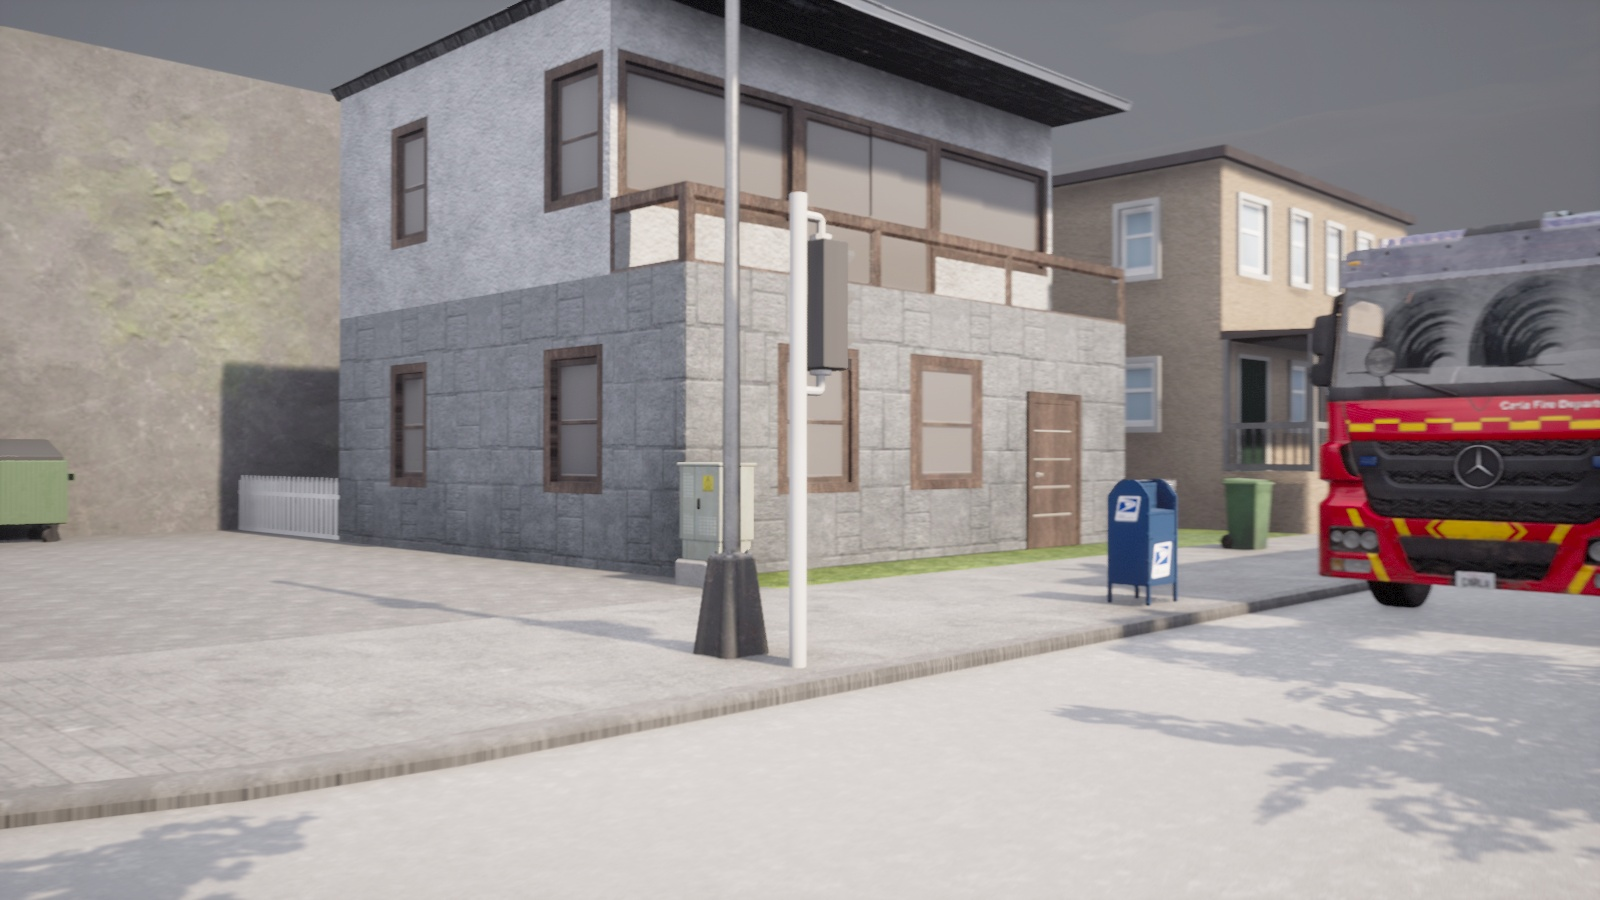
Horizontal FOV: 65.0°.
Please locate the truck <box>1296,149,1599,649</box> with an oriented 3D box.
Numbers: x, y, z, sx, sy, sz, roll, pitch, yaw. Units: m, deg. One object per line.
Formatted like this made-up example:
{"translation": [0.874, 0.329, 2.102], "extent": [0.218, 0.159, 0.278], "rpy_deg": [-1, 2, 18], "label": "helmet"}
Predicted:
{"translation": [8.517, -0.376, 13.223], "extent": [8.468, 3.827, 2.891], "rpy_deg": [0, 0, -44], "label": "truck"}
